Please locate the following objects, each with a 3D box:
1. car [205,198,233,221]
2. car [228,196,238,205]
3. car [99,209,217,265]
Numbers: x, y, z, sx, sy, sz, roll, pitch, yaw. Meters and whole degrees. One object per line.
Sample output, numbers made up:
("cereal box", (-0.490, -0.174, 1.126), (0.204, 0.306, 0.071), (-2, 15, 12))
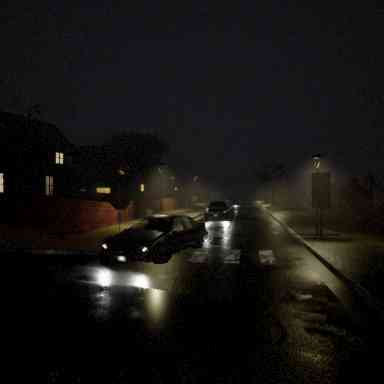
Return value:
("car", (2.145, 1.506, 27.566), (1.812, 1.442, 4.674), (0, 0, 9))
("car", (6.881, 1.465, 57.698), (1.837, 1.490, 4.892), (0, 0, 9))
("car", (-1.021, 1.544, 12.135), (2.033, 1.411, 5.357), (0, 0, 23))
